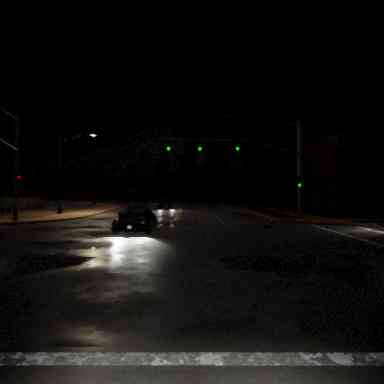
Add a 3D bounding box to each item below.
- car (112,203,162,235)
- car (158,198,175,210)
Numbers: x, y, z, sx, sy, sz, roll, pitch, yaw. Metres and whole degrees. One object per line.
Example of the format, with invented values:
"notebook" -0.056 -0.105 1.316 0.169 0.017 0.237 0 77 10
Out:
"car" -3.095 1.564 18.634 1.994 1.385 4.181 0 0 2
"car" -3.409 1.512 43.824 1.837 1.490 4.892 1 0 -5
